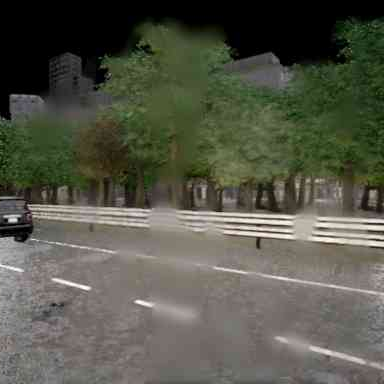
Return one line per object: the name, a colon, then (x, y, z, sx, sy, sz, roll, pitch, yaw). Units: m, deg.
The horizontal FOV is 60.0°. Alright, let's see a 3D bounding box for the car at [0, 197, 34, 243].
car: (-9.308, 1.220, 14.830, 5.566, 2.045, 2.150, 0, 0, 36)
